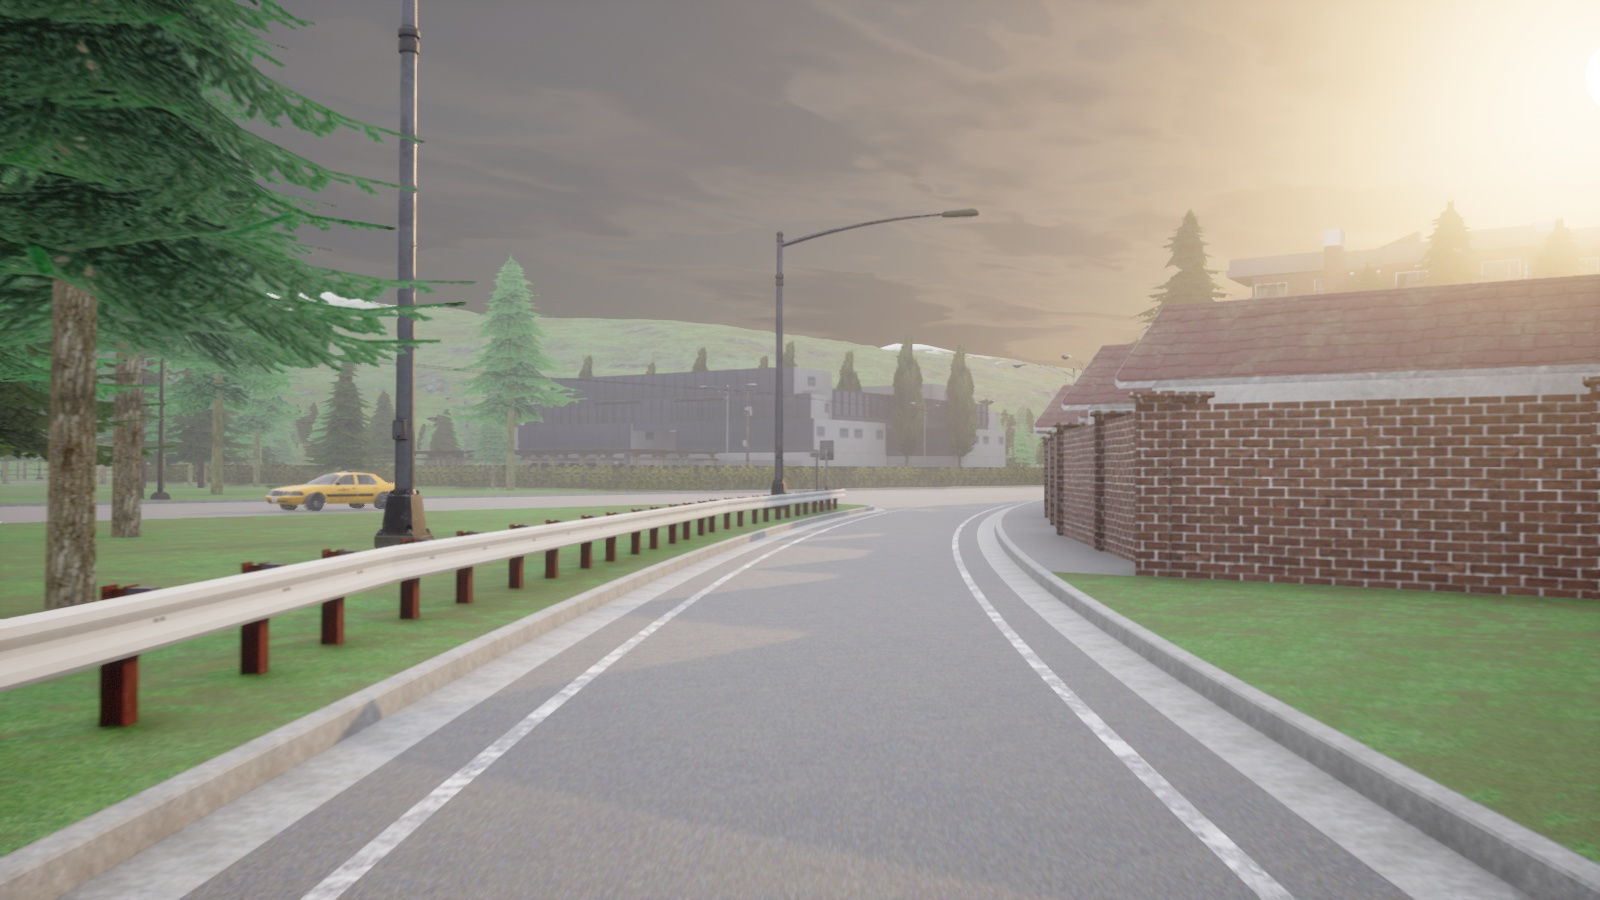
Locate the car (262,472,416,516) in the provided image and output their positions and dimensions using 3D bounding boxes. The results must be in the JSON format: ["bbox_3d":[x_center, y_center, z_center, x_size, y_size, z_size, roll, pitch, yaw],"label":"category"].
[{"bbox_3d":[-17.287,1.611,47.368,1.801,1.575,5.366,-1,-1,35],"label":"car"}]
